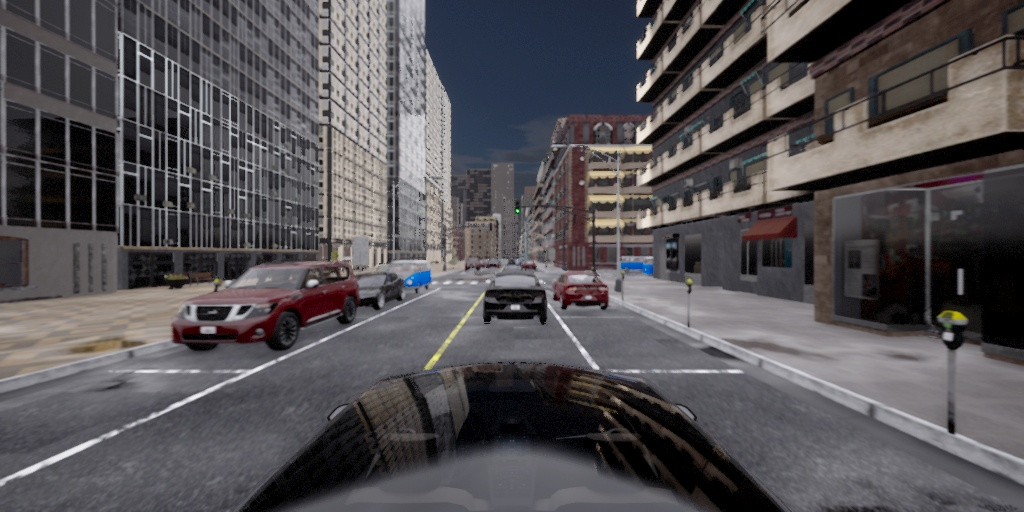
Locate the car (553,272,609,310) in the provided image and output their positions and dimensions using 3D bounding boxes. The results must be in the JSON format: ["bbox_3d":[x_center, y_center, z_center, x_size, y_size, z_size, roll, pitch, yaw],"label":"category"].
[{"bbox_3d":[2.681,1.316,14.764,1.888,1.381,4.507,0,0,0],"label":"car"}]

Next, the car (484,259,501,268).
[{"bbox_3d":[-3.093,1.222,59.767,2.097,1.767,4.553,0,0,0],"label":"car"}]

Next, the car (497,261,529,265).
[{"bbox_3d":[0.085,1.346,29.137,2.033,1.411,5.357,0,0,0],"label":"car"}]

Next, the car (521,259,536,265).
[{"bbox_3d":[2.657,1.398,52.677,1.888,1.381,4.507,0,0,0],"label":"car"}]

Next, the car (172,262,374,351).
[{"bbox_3d":[-5.695,1.077,9.236,2.192,1.841,5.009,0,0,0],"label":"car"}]

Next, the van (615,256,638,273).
[{"bbox_3d":[13.697,0.931,40.257,3.998,1.789,1.690,0,0,0],"label":"van"}]

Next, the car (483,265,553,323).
[{"bbox_3d":[0.095,1.244,12.200,1.882,1.535,5.008,0,0,0],"label":"car"}]

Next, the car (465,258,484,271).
[{"bbox_3d":[-5.723,1.168,52.672,2.192,1.841,5.009,0,0,0],"label":"car"}]

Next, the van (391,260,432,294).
[{"bbox_3d":[-5.702,1.122,20.282,1.690,1.789,3.998,0,0,0],"label":"van"}]

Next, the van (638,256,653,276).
[{"bbox_3d":[13.724,0.954,31.876,3.998,1.789,1.690,0,0,0],"label":"van"}]

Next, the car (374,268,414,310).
[{"bbox_3d":[-5.699,1.337,14.760,1.948,1.339,4.313,0,0,0],"label":"car"}]

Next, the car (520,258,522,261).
[{"bbox_3d":[2.654,1.412,58.204,1.888,1.381,4.507,0,0,0],"label":"car"}]
